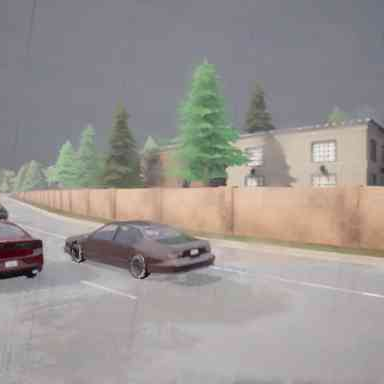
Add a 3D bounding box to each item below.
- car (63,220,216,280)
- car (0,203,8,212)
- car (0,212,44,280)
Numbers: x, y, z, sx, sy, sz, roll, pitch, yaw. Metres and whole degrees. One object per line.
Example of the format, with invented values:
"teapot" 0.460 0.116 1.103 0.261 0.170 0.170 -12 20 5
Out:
"car" -1.834 1.579 10.152 5.357 1.411 2.033 0 0 41
"car" -14.548 1.526 24.050 1.837 1.490 4.892 0 0 -37
"car" -5.935 1.485 9.241 5.008 1.535 1.882 0 0 42
